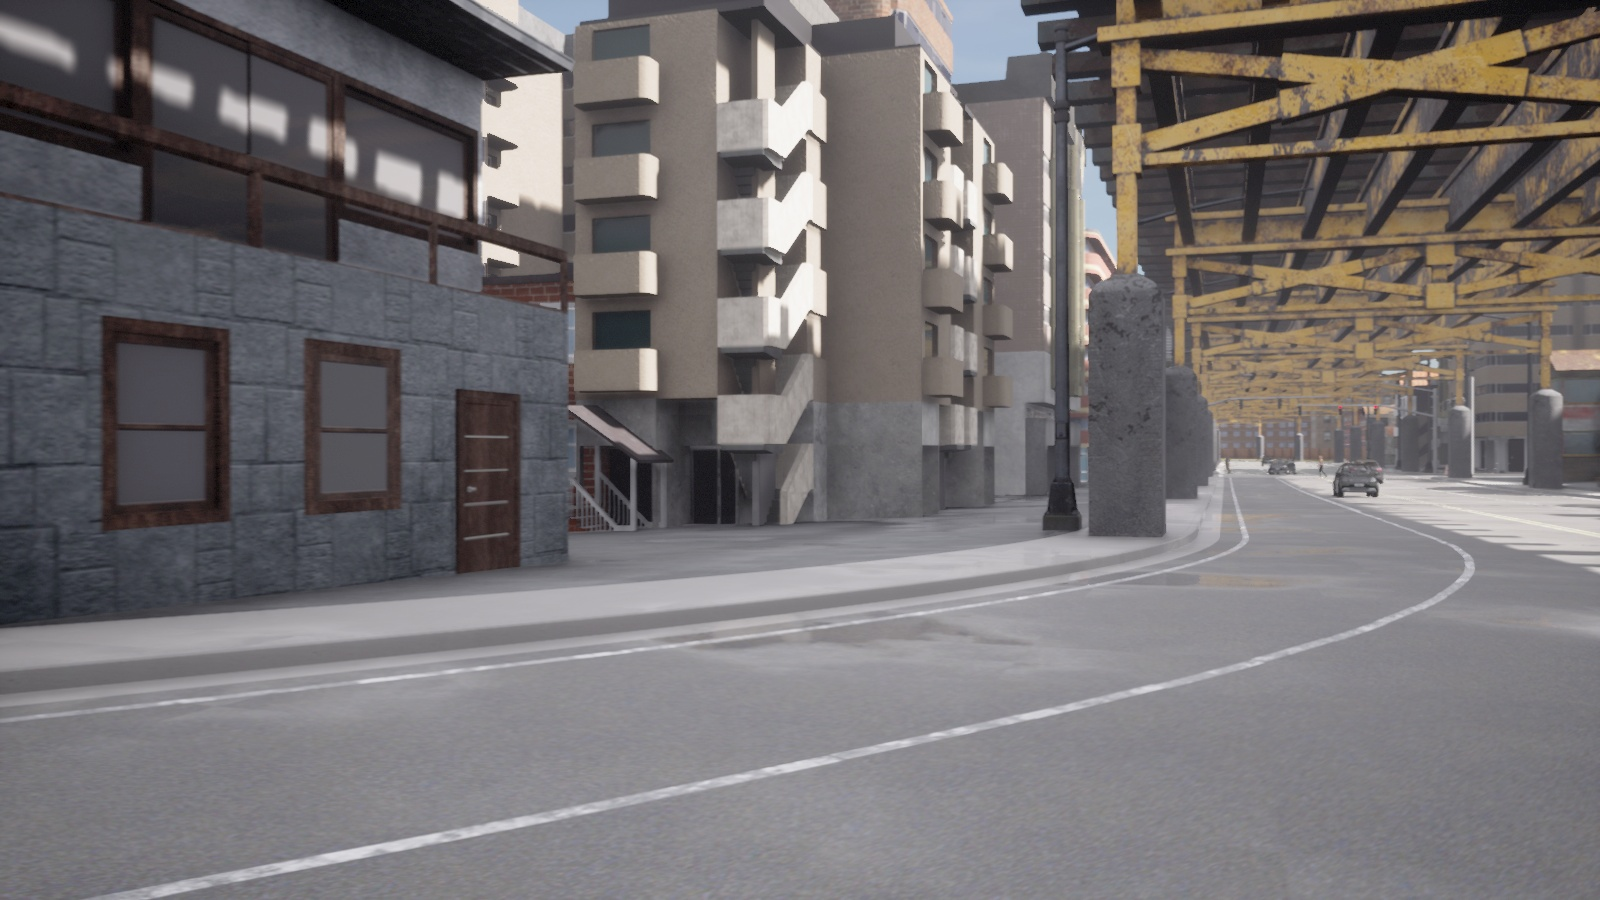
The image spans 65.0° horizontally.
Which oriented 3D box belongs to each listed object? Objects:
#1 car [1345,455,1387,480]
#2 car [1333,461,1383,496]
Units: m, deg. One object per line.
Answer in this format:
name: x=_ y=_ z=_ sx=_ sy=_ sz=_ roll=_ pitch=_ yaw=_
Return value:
car: x=39.511 y=1.214 z=87.783 sx=2.242 sy=1.667 sz=4.611 roll=0 pitch=0 yaw=19
car: x=25.487 y=1.273 z=57.446 sx=1.789 sy=1.549 sz=3.705 roll=0 pitch=-1 yaw=19
